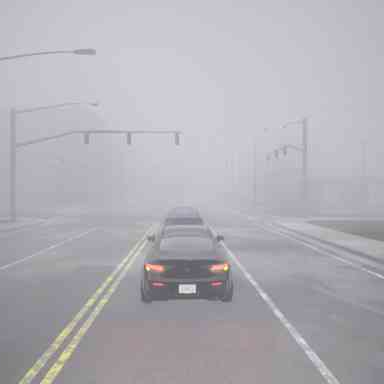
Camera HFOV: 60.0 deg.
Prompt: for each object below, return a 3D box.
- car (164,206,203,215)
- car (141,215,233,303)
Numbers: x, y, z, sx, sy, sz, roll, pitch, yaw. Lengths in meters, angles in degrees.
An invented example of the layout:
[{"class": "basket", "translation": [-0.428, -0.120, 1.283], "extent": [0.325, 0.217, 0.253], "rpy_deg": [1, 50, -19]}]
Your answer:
[{"class": "car", "translation": [-0.430, 1.478, 17.160], "extent": [1.882, 1.535, 5.008], "rpy_deg": [0, 0, -2]}, {"class": "car", "translation": [-0.145, 1.526, 8.111], "extent": [1.812, 1.442, 4.674], "rpy_deg": [0, 0, -2]}]
